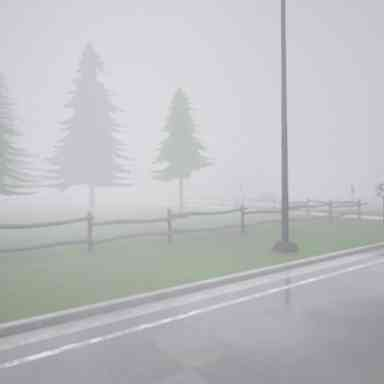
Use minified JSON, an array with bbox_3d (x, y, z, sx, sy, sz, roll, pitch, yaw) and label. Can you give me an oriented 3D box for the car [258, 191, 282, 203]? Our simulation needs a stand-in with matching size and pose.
[{"bbox_3d":[12.457,0.747,51.491,2.097,1.767,4.553,-1,1,-35],"label":"car"}]
